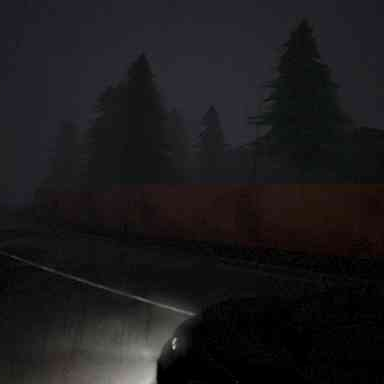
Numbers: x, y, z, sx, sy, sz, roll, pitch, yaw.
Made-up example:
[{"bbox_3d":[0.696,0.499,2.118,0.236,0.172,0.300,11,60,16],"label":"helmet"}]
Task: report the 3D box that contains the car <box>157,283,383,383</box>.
[{"bbox_3d":[1.688,1.574,2.937,4.181,1.385,1.994,0,0,36],"label":"car"}]
